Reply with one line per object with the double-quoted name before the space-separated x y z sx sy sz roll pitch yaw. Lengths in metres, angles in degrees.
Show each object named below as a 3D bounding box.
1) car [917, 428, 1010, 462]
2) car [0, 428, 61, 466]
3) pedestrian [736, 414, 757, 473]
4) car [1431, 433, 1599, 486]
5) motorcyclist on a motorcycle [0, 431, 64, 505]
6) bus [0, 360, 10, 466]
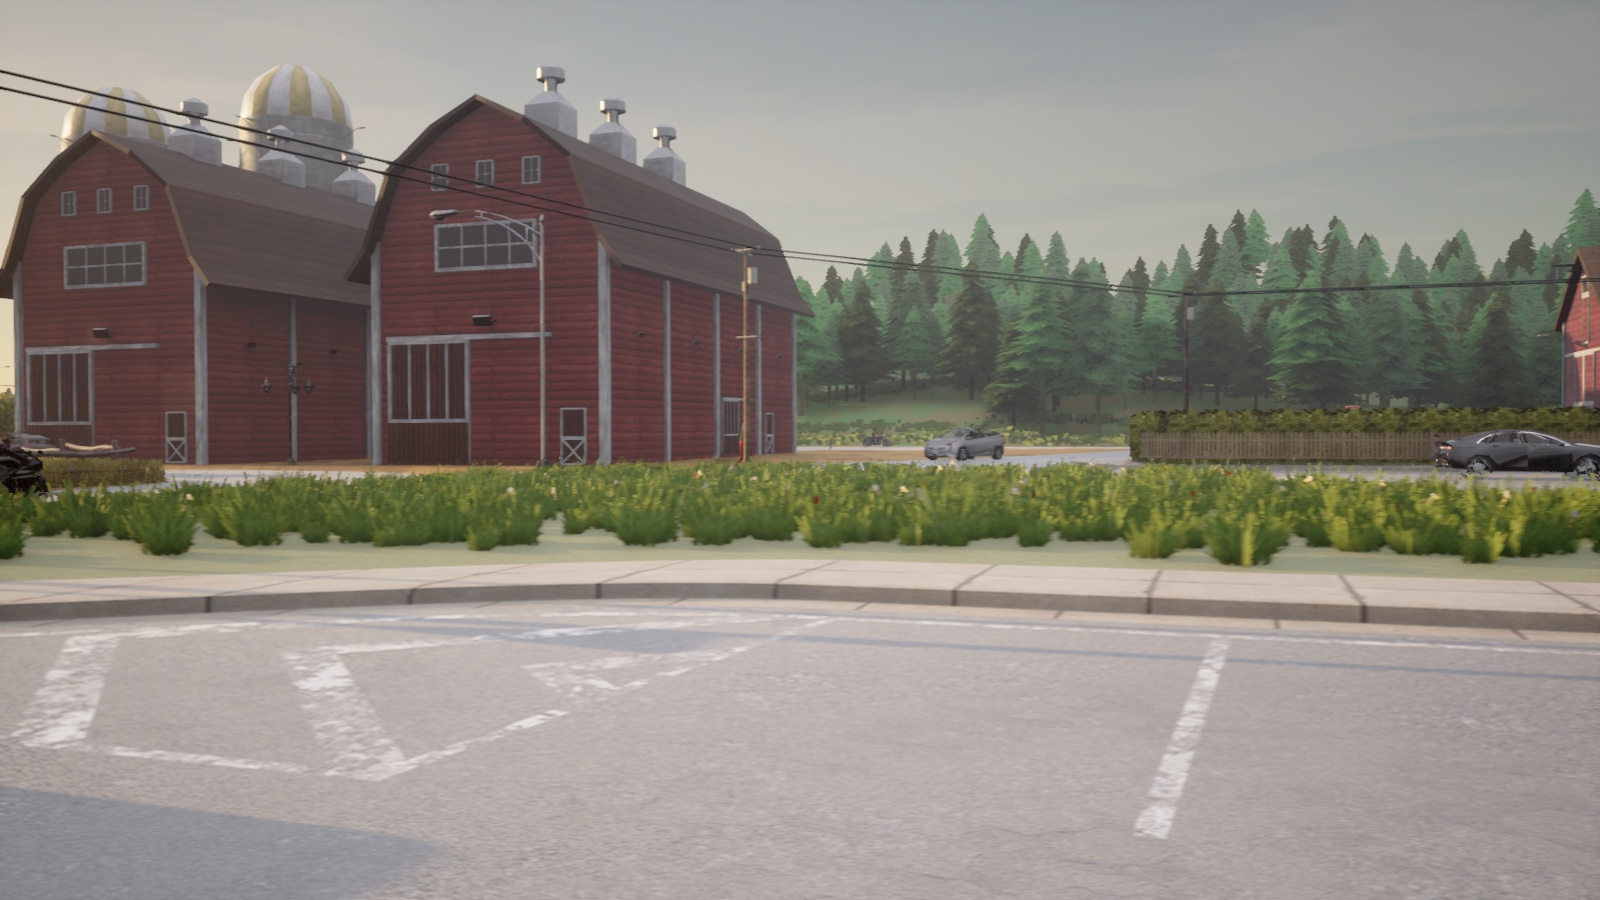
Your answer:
"car" 7.667 -0.252 58.597 2.007 1.525 4.514 1 2 44
"car" -33.036 -0.158 52.363 3.705 1.549 1.789 1 1 16
"pedestrian" -1.677 -0.199 39.221 0.614 1.847 0.353 0 1 6
"car" 21.961 0.257 37.979 4.902 1.511 2.128 1 1 19
"motorcyclist on a motorcycle" -16.868 0.372 26.582 0.866 1.530 2.191 1 1 19
"bus" -37.181 -1.489 49.901 10.273 4.253 3.944 0 1 16
